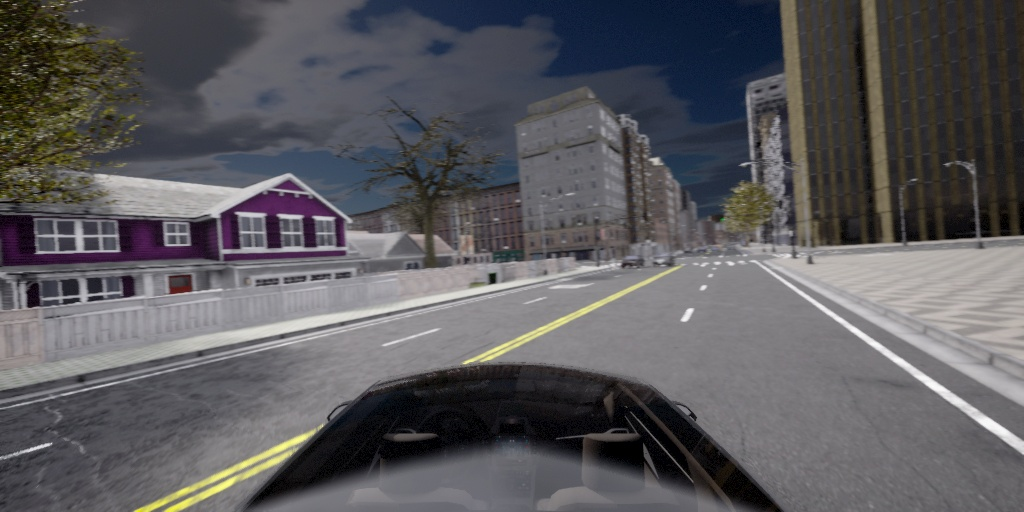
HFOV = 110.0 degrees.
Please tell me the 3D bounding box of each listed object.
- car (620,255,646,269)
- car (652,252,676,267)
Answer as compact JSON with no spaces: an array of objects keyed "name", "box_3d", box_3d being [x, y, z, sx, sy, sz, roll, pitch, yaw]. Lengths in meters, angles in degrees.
[{"name":"car","box_3d":[13.612,0.602,40.222,2.033,1.411,5.357,-4,-1,31]},{"name":"car","box_3d":[16.323,0.350,38.450,2.128,1.511,4.902,-4,-1,31]}]
